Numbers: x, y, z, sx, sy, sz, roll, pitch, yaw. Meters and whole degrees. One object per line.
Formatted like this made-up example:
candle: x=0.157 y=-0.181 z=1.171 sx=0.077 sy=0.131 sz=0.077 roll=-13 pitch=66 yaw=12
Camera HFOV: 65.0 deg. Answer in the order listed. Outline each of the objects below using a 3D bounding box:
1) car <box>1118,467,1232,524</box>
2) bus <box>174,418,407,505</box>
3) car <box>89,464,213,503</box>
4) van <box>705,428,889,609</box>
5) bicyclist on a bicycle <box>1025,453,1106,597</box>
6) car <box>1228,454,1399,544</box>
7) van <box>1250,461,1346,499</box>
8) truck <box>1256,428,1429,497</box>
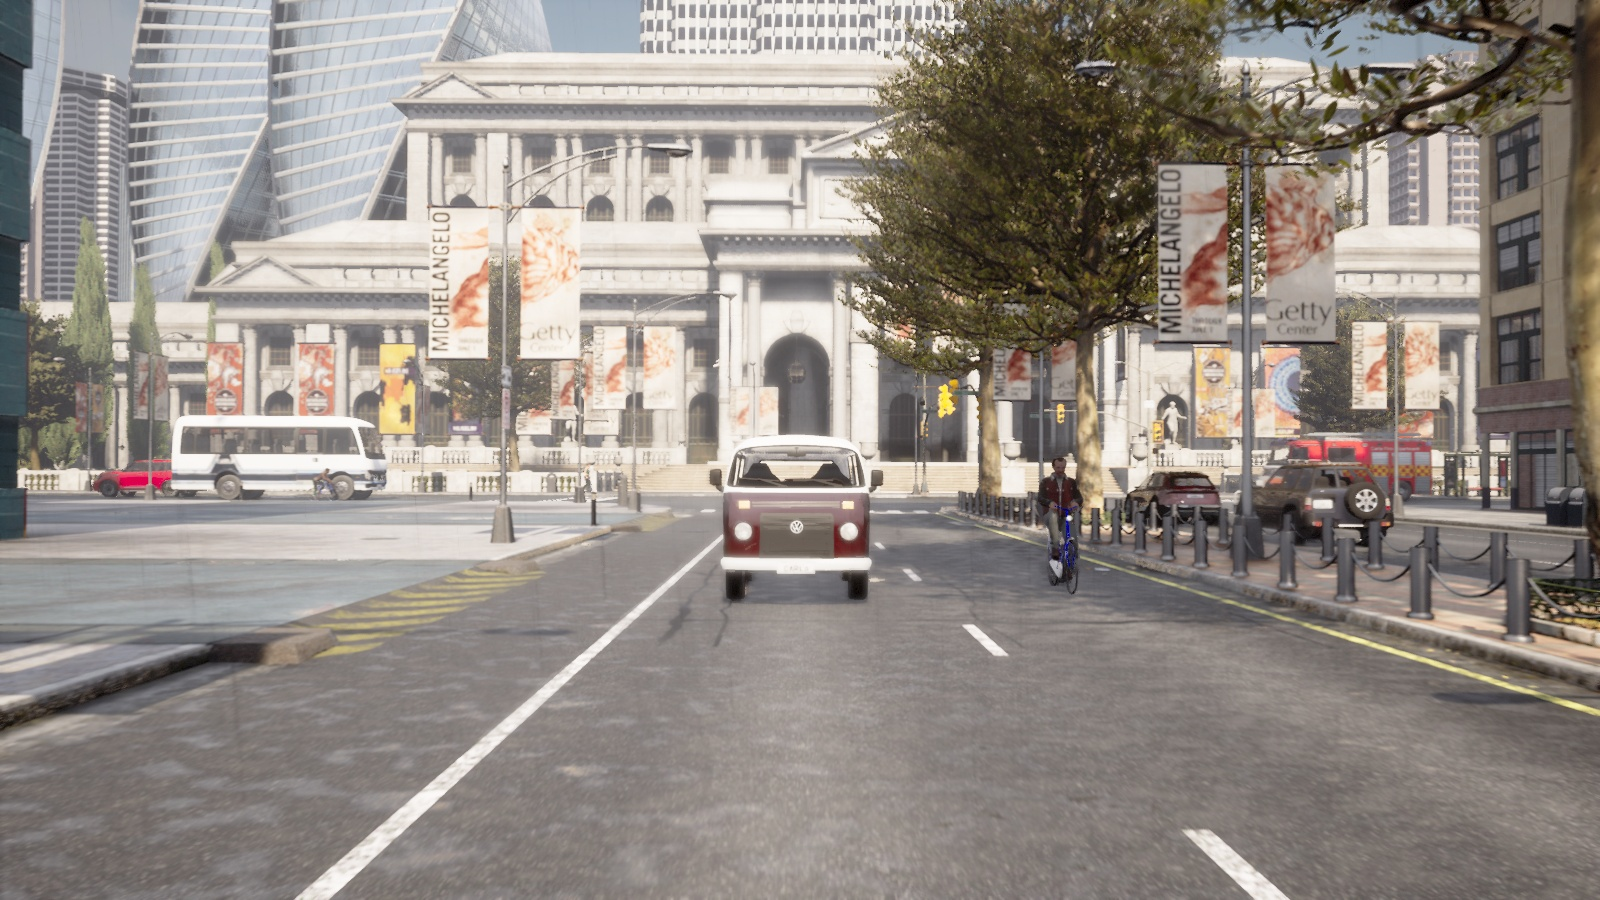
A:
car: x=11.358 y=1.342 z=38.400 sx=2.033 sy=1.649 sz=4.856 roll=0 pitch=-1 yaw=0
bus: x=-25.847 y=0.615 z=64.150 sx=10.273 sy=4.253 sz=3.944 roll=0 pitch=-1 yaw=0
car: x=-34.901 y=1.805 z=67.610 sx=5.566 sy=2.045 sz=2.150 roll=0 pitch=-1 yaw=0
van: x=-0.042 y=0.814 z=16.442 sx=2.069 sy=2.038 sz=4.480 roll=0 pitch=-1 yaw=0
bicyclist on a bicycle: x=3.459 y=0.948 z=16.502 sx=0.659 sy=1.776 sz=1.843 roll=0 pitch=-1 yaw=0
car: x=11.431 y=1.060 z=28.337 sx=1.932 sy=1.855 sz=4.605 roll=0 pitch=-1 yaw=0
van: x=26.743 y=1.591 z=67.563 sx=4.442 sy=1.987 sz=1.775 roll=0 pitch=-1 yaw=0
truck: x=30.610 y=0.717 z=71.072 sx=8.468 sy=3.827 sz=2.891 roll=0 pitch=-1 yaw=0
